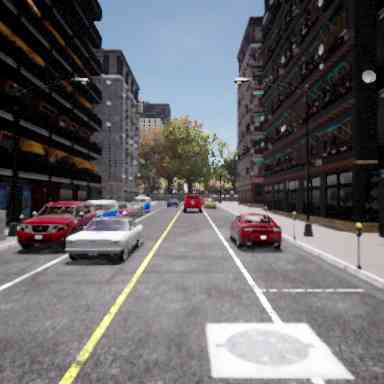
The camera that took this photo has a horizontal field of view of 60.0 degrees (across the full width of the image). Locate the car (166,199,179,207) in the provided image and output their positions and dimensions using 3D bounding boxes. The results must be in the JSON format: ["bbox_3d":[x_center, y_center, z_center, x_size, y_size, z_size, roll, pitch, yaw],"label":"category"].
[{"bbox_3d":[-3.074,1.765,53.983,1.895,1.301,4.718,0,0,0],"label":"car"}]

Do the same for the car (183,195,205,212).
[{"bbox_3d":[0.091,1.346,40.355,2.150,2.045,5.566,0,0,0],"label":"car"}]

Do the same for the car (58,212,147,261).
[{"bbox_3d":[-3.101,1.639,12.603,1.895,1.301,4.718,0,0,0],"label":"car"}]

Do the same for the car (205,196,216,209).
[{"bbox_3d":[2.699,1.675,49.157,1.752,1.417,4.829,1,0,0],"label":"car"}]

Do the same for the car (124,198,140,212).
[{"bbox_3d":[-5.644,1.520,26.140,1.967,1.590,4.097,1,0,0],"label":"car"}]

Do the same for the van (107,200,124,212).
[{"bbox_3d":[-5.642,1.404,20.443,1.690,1.788,3.998,1,0,0],"label":"van"}]

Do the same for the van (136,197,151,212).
[{"bbox_3d":[-5.644,1.455,37.532,1.690,1.788,3.998,1,0,0],"label":"van"}]

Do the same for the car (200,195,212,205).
[{"bbox_3d":[2.701,1.517,66.077,2.192,1.841,5.009,1,0,0],"label":"car"}]

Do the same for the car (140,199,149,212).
[{"bbox_3d":[-5.647,1.648,31.836,2.008,1.369,4.403,1,0,0],"label":"car"}]

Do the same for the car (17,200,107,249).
[{"bbox_3d":[-5.641,1.360,14.748,2.192,1.841,5.009,1,0,0],"label":"car"}]

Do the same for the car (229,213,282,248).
[{"bbox_3d":[2.702,1.590,14.809,1.887,1.381,4.507,1,0,0],"label":"car"}]
